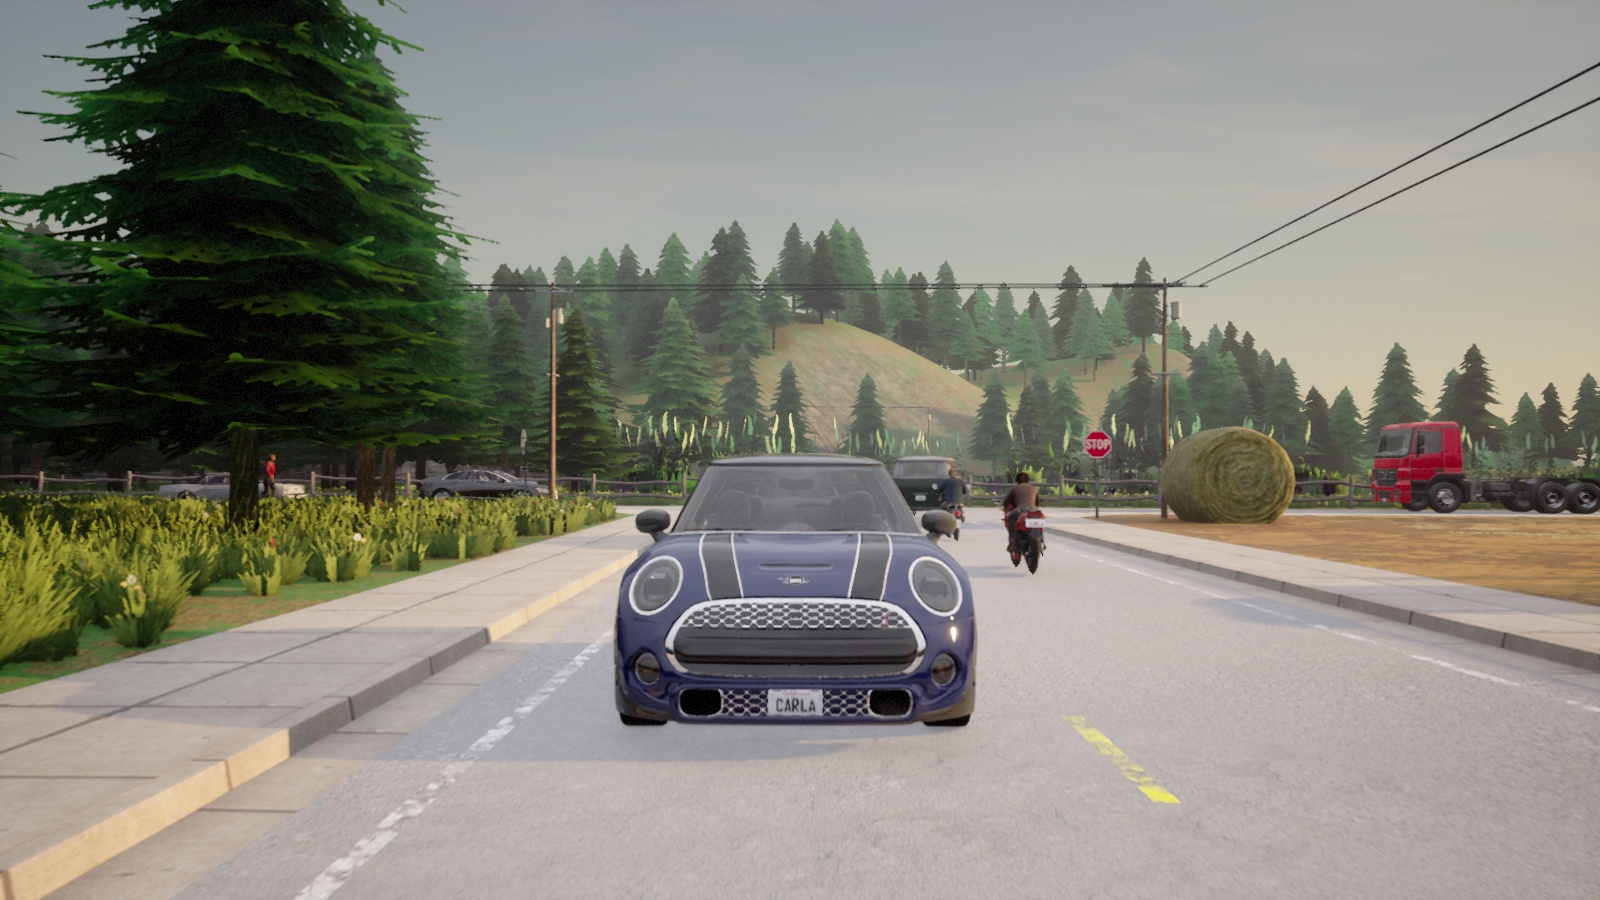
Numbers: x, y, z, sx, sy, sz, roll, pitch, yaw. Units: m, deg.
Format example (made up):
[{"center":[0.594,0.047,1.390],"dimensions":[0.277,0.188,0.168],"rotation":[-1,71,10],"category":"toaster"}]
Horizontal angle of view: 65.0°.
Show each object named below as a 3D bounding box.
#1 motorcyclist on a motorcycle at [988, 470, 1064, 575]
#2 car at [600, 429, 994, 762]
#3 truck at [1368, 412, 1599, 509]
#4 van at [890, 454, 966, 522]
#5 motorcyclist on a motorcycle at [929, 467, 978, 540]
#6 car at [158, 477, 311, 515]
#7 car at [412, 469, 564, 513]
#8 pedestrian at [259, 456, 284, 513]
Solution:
[{"center":[3.452,1.075,19.362],"dimensions":[0.797,1.523,2.044],"rotation":[0,-1,0],"category":"motorcyclist on a motorcycle"},{"center":[-0.023,0.807,8.981],"dimensions":[2.097,1.767,4.553],"rotation":[0,-1,0],"category":"car"},{"center":[25.907,0.406,46.984],"dimensions":[7.936,3.462,2.891],"rotation":[0,-1,3],"category":"truck"},{"center":[4.040,1.141,39.078],"dimensions":[1.775,1.987,4.442],"rotation":[-1,-1,13],"category":"van"},{"center":[3.430,1.181,28.213],"dimensions":[0.866,1.590,1.817],"rotation":[0,-1,0],"category":"motorcyclist on a motorcycle"},{"center":[-20.473,1.653,45.566],"dimensions":[4.718,1.301,1.895],"rotation":[0,-1,1],"category":"car"},{"center":[-11.182,1.465,45.177],"dimensions":[4.902,1.511,2.128],"rotation":[0,-1,3],"category":"car"},{"center":[-17.112,1.124,40.666],"dimensions":[0.636,1.846,0.331],"rotation":[0,-1,2],"category":"pedestrian"}]
